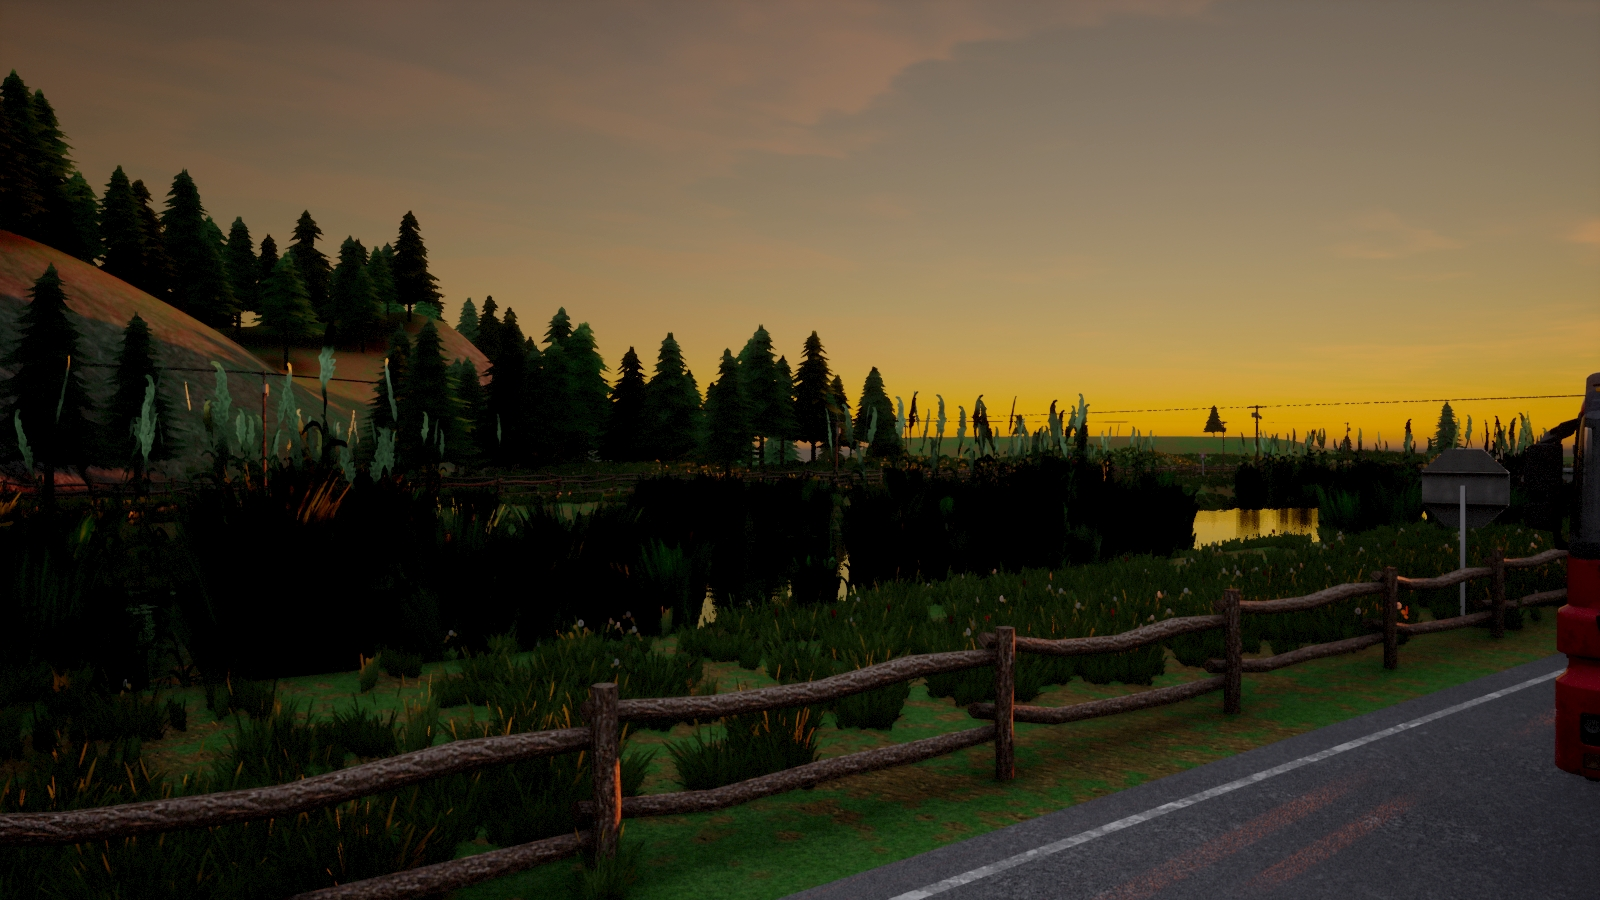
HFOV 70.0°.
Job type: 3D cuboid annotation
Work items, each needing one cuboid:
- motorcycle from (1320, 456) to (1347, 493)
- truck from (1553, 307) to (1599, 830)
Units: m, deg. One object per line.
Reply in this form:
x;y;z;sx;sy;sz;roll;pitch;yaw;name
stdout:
34.800;1.577;74.502;2.033;2.348;0.803;0;0;-39;motorcycle
9.433;0.862;10.924;2.891;3.827;8.468;0;0;39;truck
